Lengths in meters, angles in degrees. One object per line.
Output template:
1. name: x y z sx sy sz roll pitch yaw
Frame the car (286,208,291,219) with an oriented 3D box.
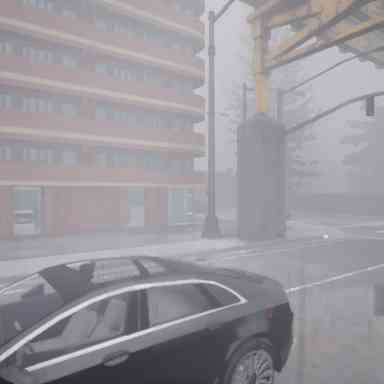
1. car: 6.239 1.526 28.463 1.812 1.442 4.674 0 0 -36

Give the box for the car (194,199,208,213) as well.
1. car: 0.276 1.478 36.833 1.882 1.535 5.008 0 0 -36

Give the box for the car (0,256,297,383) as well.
1. car: -1.048 1.491 3.247 4.902 1.511 2.128 0 0 -36
